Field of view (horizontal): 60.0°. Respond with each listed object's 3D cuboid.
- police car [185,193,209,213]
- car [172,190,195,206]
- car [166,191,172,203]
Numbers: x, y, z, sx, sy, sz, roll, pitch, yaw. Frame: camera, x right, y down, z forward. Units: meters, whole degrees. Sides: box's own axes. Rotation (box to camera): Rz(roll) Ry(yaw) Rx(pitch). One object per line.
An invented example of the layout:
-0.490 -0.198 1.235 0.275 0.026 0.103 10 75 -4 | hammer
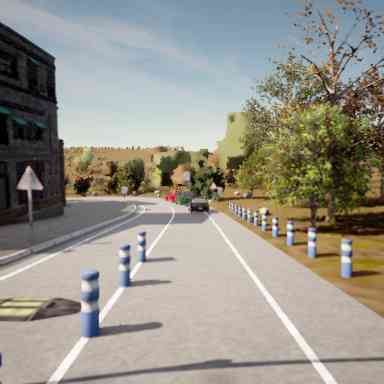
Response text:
0.655 1.304 35.365 1.930 1.638 5.238 0 2 -4 | police car
-0.849 0.863 45.577 2.150 2.045 5.566 -2 2 -13 | car
-2.524 0.732 51.618 2.150 2.045 5.566 -3 2 -18 | car
